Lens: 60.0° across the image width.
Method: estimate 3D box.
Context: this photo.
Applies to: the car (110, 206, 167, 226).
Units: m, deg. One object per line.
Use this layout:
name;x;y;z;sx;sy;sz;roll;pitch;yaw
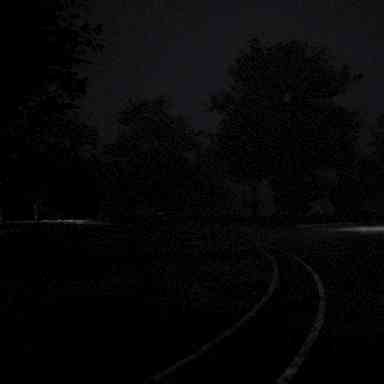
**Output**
car;-4.408;1.920;27.202;4.902;1.511;2.128;-1;-1;22
